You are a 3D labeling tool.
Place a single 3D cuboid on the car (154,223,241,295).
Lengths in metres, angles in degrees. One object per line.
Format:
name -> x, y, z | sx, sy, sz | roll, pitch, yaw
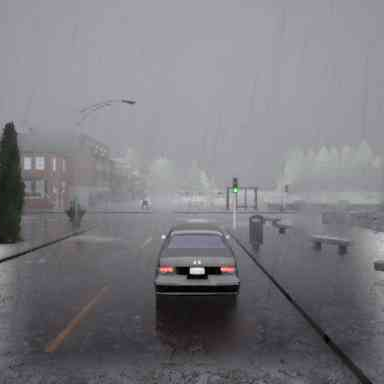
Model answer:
car -> 0.101, 1.548, 8.846 | 2.033, 1.411, 5.357 | 0, 0, 0
